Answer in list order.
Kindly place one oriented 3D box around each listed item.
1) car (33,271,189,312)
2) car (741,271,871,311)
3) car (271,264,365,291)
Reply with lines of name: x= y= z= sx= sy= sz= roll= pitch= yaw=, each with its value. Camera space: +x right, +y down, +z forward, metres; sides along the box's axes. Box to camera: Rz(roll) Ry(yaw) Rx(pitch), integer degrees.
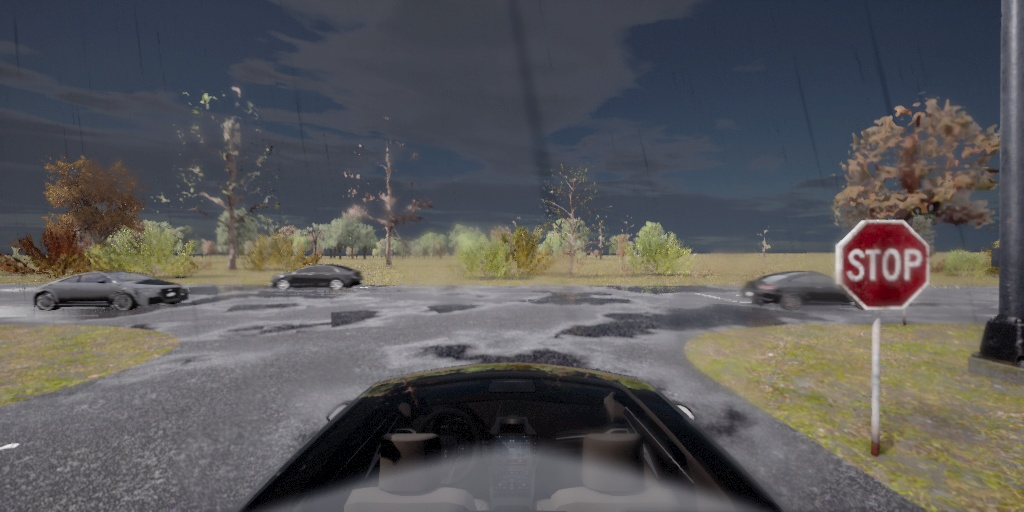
car: x=-14.820 y=1.258 z=13.420 sx=4.181 sy=1.385 sz=1.994 roll=0 pitch=0 yaw=-2
car: x=11.569 y=1.325 z=14.081 sx=4.674 sy=1.442 sz=1.812 roll=0 pitch=0 yaw=-2
car: x=-11.053 y=1.219 z=20.525 sx=4.892 sy=1.490 sz=1.837 roll=0 pitch=0 yaw=-2
